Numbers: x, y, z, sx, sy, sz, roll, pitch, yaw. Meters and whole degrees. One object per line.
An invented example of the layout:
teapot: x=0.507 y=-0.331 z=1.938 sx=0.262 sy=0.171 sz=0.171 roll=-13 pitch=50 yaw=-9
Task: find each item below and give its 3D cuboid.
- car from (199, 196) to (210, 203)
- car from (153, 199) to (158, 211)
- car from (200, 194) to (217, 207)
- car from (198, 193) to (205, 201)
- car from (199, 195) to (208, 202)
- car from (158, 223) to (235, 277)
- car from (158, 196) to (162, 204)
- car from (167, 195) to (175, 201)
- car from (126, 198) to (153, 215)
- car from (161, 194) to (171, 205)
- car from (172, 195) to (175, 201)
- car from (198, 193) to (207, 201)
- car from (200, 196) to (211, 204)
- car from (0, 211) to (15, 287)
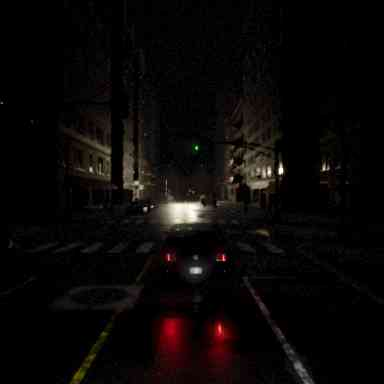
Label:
car: x=2.635 y=1.516 z=70.948 sx=2.008 sy=1.369 sz=4.403 roll=0 pitch=0 yaw=0
car: x=-5.389 y=1.532 z=38.230 sx=1.887 sy=1.381 sz=4.507 roll=0 pitch=0 yaw=0
car: x=2.636 y=1.421 z=49.131 sx=1.967 sy=1.590 sz=4.097 roll=0 pitch=0 yaw=0
car: x=2.636 y=1.413 z=60.040 sx=1.967 sy=1.590 sz=4.097 roll=0 pitch=0 yaw=0
car: x=2.635 y=1.486 z=76.572 sx=1.752 sy=1.417 sz=4.829 roll=0 pitch=0 yaw=0
car: x=0.099 y=1.598 z=10.207 sx=1.895 sy=1.301 sz=4.718 roll=0 pitch=0 yaw=0
car: x=-5.389 y=1.510 z=43.514 sx=1.752 sy=1.417 sz=4.829 roll=0 pitch=0 yaw=0
car: x=-5.391 y=1.538 z=87.314 sx=1.802 sy=1.307 sz=4.206 roll=0 pitch=0 yaw=0
car: x=-5.389 y=1.540 z=32.775 sx=2.008 sy=1.369 sz=4.403 roll=0 pitch=0 yaw=0
car: x=-5.390 y=1.539 z=60.046 sx=1.947 sy=1.339 sz=4.313 roll=0 pitch=0 yaw=0
car: x=-5.391 y=1.483 z=81.690 sx=1.752 sy=1.417 sz=4.829 roll=0 pitch=0 yaw=0
car: x=2.633 y=1.272 z=87.311 sx=2.192 sy=1.841 sz=5.009 roll=0 pitch=0 yaw=0
car: x=2.635 y=1.514 z=65.494 sx=1.887 sy=1.381 sz=4.507 roll=0 pitch=0 yaw=0
car: x=-5.388 y=1.313 z=6.312 sx=2.192 sy=1.841 sz=5.009 roll=0 pitch=0 yaw=0
